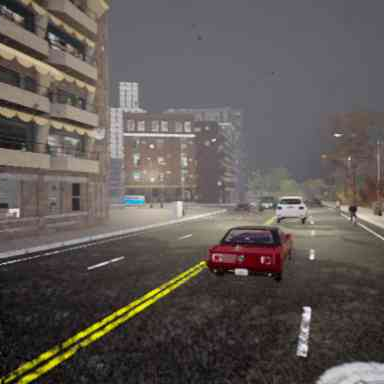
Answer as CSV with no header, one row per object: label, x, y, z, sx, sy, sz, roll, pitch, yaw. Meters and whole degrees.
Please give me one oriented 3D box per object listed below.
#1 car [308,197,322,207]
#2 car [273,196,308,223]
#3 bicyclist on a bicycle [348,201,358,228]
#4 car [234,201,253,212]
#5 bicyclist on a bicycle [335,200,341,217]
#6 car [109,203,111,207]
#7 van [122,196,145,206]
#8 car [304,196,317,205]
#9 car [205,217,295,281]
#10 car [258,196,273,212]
car,21.271,1.816,57.376,1.837,1.490,4.892,-1,0,17
car,8.276,1.400,27.555,2.150,2.045,5.566,-1,-1,19
bicyclist on a bicycle,10.554,1.467,21.841,0.659,1.776,1.843,-1,0,19
car,6.920,1.921,44.239,1.994,1.385,4.181,-1,-1,17
bicyclist on a bicycle,14.176,1.608,32.299,0.582,1.620,1.656,-1,-1,19
car,-14.367,1.778,50.363,4.206,1.307,1.802,0,-1,-11
van,-10.413,1.605,59.721,3.998,1.788,1.690,0,-1,-11
car,24.642,1.737,69.425,2.097,1.767,4.553,-1,-1,15
car,2.002,1.681,10.225,1.895,1.301,4.718,-1,-1,21
car,9.964,1.536,43.124,2.150,2.045,5.566,-1,-1,18
